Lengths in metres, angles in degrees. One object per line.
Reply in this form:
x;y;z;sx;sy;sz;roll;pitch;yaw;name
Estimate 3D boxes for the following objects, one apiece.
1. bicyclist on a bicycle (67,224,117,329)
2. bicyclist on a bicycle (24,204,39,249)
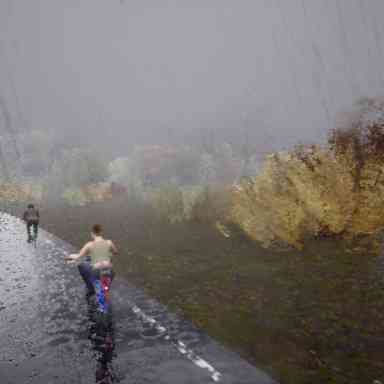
-1.616;1.332;5.628;0.866;1.612;1.509;-3;2;-32;bicyclist on a bicycle
-6.082;1.294;12.669;0.582;1.620;1.656;-2;1;-33;bicyclist on a bicycle
